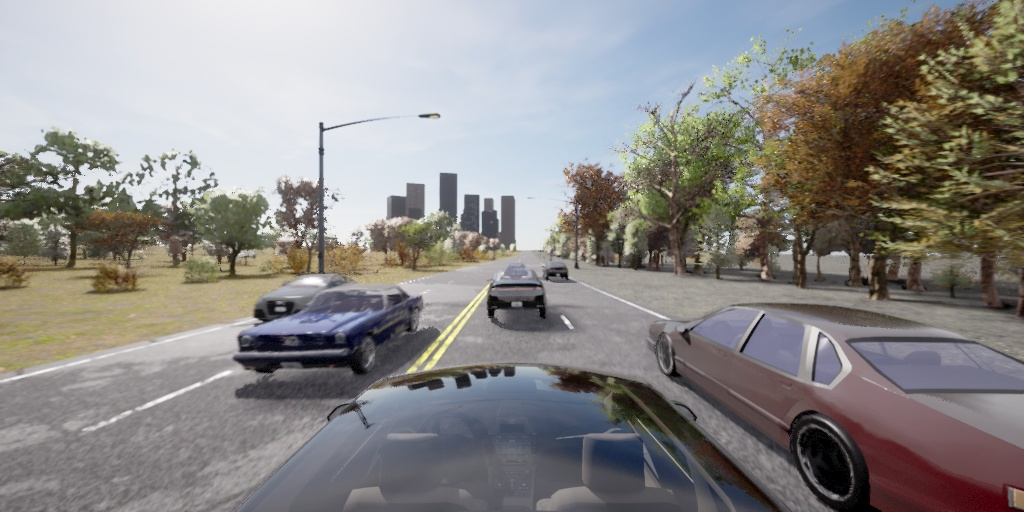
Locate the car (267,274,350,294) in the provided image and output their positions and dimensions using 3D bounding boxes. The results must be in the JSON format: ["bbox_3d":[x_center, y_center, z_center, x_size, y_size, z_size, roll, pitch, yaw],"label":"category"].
[{"bbox_3d":[-6.544,1.312,12.145,1.994,1.385,4.181,0,0,0],"label":"car"}]

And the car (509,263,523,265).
[{"bbox_3d":[0.398,1.250,31.067,1.994,1.385,4.181,0,1,1],"label":"car"}]

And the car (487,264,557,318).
[{"bbox_3d":[0.148,1.196,12.661,2.128,1.511,4.902,-1,-1,0],"label":"car"}]

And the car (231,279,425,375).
[{"bbox_3d":[-3.341,1.319,7.634,1.895,1.301,4.718,-2,1,0],"label":"car"}]

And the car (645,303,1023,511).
[{"bbox_3d":[3.376,1.274,4.183,2.033,1.411,5.357,1,0,0],"label":"car"}]

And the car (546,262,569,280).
[{"bbox_3d":[3.646,1.214,30.374,1.837,1.490,4.892,1,0,1],"label":"car"}]
